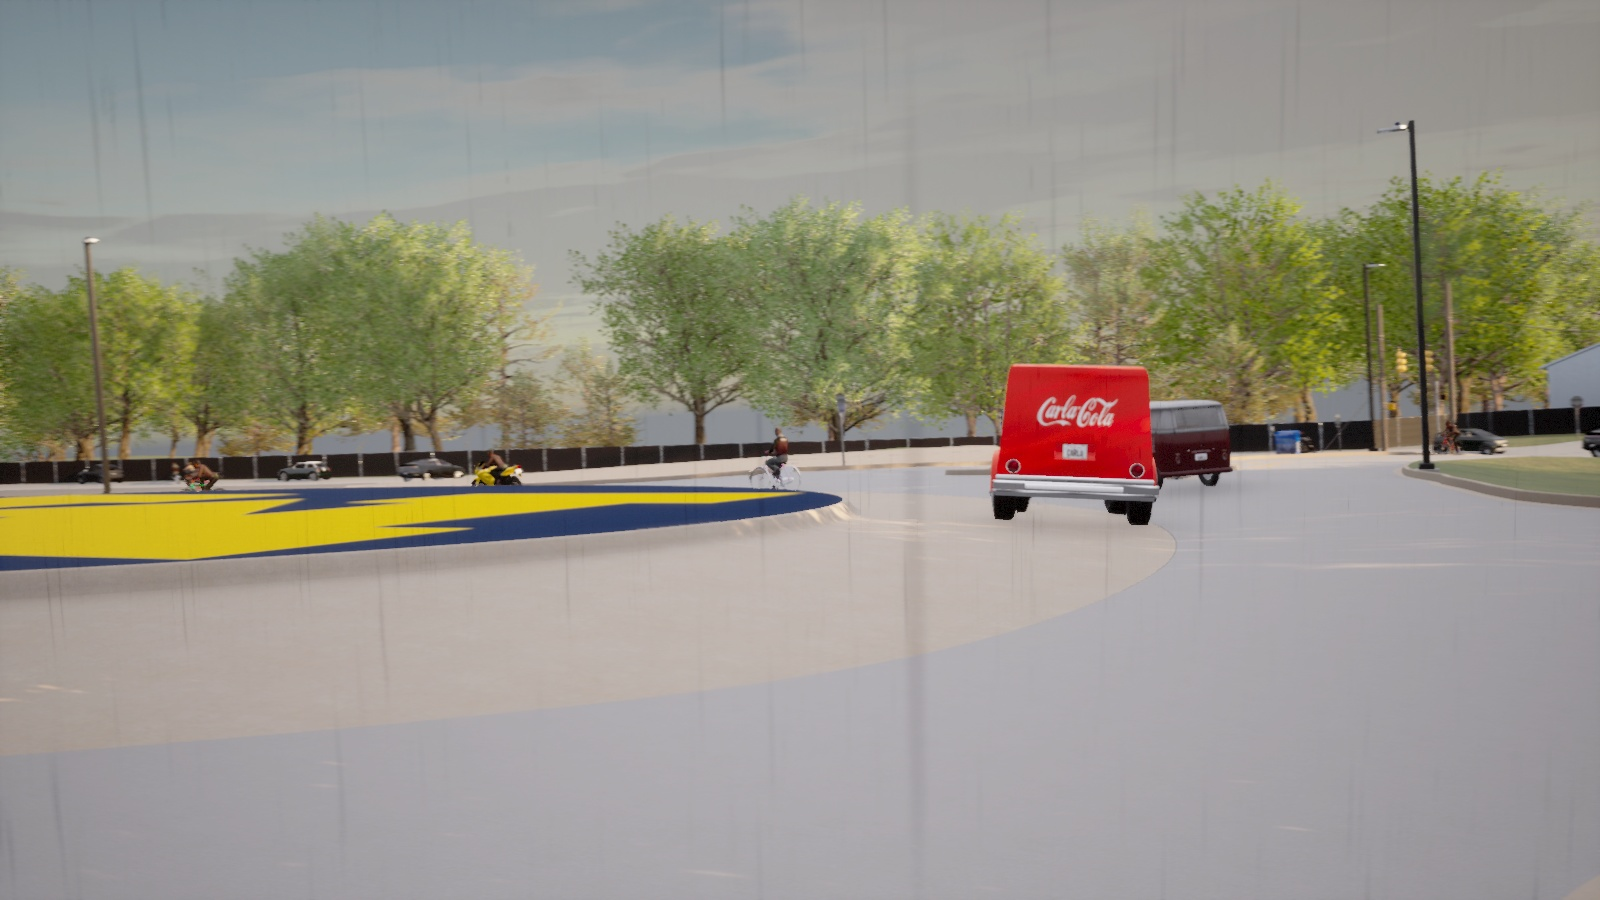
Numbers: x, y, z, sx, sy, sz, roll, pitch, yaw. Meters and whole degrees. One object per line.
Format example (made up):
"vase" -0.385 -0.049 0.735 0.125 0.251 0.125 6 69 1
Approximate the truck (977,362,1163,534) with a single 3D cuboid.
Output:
"truck" 4.514 -0.050 21.423 2.627 2.467 5.204 2 1 11

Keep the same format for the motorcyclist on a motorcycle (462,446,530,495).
"motorcyclist on a motorcycle" -10.154 0.679 41.981 2.044 1.523 0.797 -2 4 24

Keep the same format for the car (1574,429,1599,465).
"car" 36.356 -0.166 54.134 4.902 1.511 2.128 0 1 -10

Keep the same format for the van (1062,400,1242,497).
"van" 8.049 -0.072 29.192 1.775 1.987 4.442 -4 2 -18

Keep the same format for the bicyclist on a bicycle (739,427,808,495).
"bicyclist on a bicycle" -0.718 0.291 33.550 1.843 1.776 0.659 -1 0 43

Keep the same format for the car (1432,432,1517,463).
"car" 37.567 -0.143 70.018 1.789 1.549 3.705 -5 3 -36

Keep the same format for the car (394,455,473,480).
"car" -23.874 1.130 82.032 2.128 1.511 4.902 -2 -2 27
